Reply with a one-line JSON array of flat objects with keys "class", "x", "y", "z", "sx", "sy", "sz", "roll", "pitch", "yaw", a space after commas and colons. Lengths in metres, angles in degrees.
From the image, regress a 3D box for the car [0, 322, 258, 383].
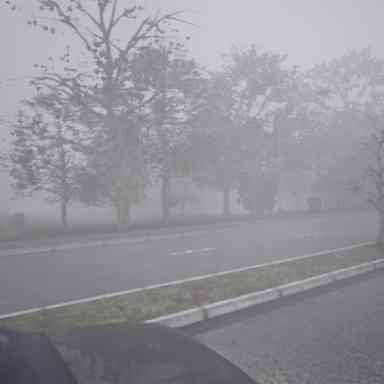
[{"class": "car", "x": -1.956, "y": 1.552, "z": 1.739, "sx": 5.357, "sy": 1.411, "sz": 2.033, "roll": -1, "pitch": 0, "yaw": -35}]
